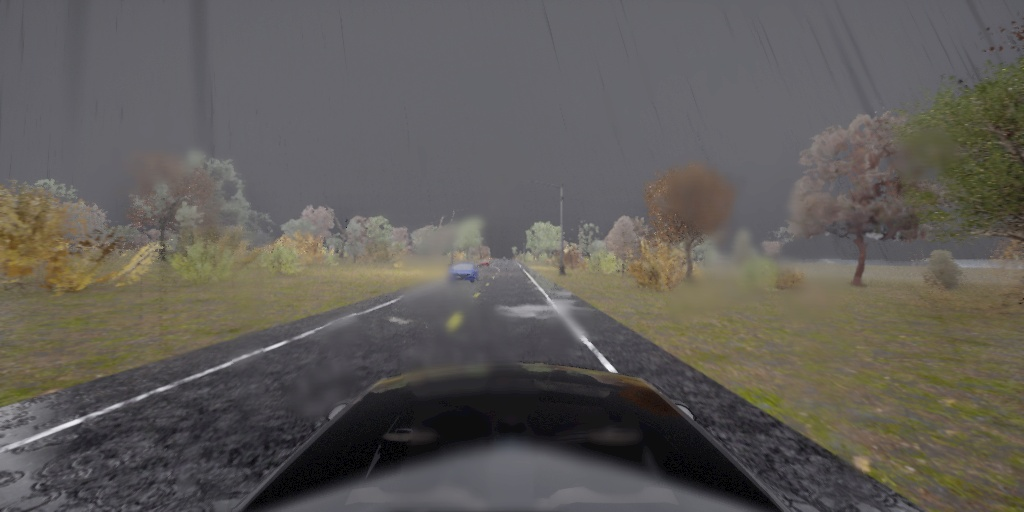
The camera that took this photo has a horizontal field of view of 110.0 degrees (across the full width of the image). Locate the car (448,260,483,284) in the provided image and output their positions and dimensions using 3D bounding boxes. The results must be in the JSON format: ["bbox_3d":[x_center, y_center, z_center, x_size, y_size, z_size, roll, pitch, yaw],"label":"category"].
[{"bbox_3d":[-3.593,1.251,27.267,1.882,1.535,5.008,0,0,0],"label":"car"}]
